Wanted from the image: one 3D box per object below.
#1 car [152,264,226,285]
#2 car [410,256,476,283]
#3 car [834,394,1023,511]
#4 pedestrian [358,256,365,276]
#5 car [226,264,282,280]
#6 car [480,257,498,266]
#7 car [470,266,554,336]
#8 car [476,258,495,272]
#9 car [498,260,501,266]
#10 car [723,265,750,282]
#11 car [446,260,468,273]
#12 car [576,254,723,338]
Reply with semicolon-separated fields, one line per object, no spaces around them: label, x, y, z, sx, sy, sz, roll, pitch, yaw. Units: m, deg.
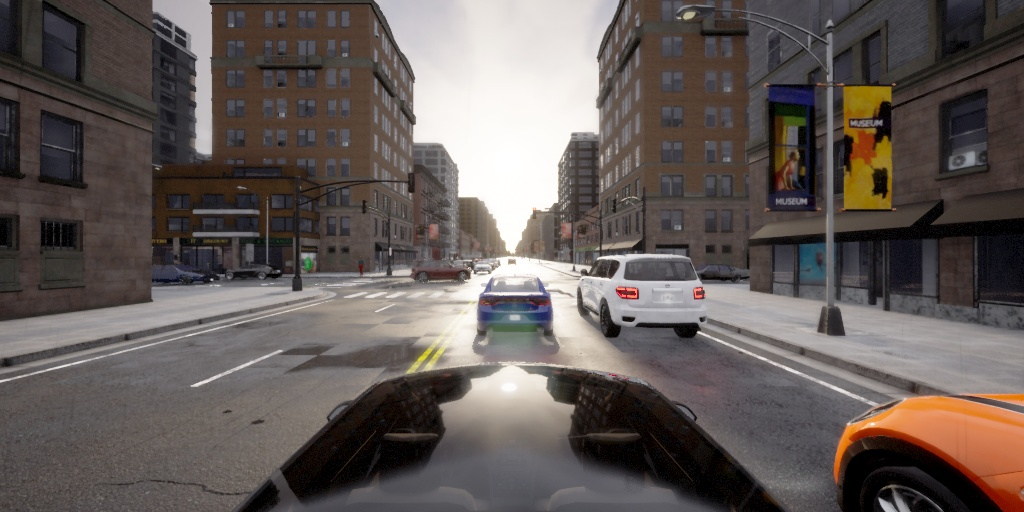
car;-23.839;1.290;25.309;5.357;1.411;2.033;0;0;0
car;-5.487;1.110;27.756;4.553;1.767;2.097;0;0;-27
car;3.344;1.102;0.641;2.097;1.767;4.553;0;0;0
pedestrian;-14.129;0.920;33.615;0.375;1.860;0.375;0;0;0
car;-22.113;1.330;30.782;4.313;1.339;1.948;0;0;0
car;-3.326;1.273;50.448;1.812;1.442;4.674;0;0;0
car;0.085;1.228;10.491;1.882;1.535;5.008;0;0;0
car;-3.334;1.275;41.356;1.812;1.442;4.674;0;0;0
car;-3.306;1.270;60.452;1.812;1.442;4.674;0;0;1
car;15.852;1.337;28.385;5.357;1.411;2.033;0;0;0
car;-6.577;1.226;43.408;1.882;1.535;5.008;0;0;0
car;3.336;0.972;10.351;2.150;2.045;5.566;0;0;0
